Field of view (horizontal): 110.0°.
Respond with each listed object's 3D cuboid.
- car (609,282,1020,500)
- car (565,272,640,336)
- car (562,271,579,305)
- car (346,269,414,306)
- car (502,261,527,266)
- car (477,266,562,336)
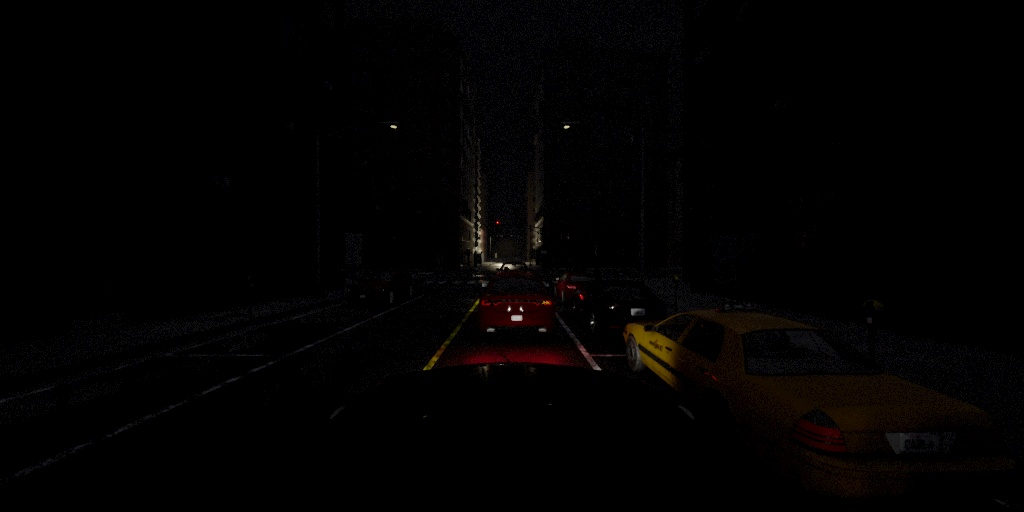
[{"bbox_3d":[2.875,1.274,4.826,1.751,1.417,4.829,0,0,0],"label":"car"},{"bbox_3d":[2.883,1.313,10.242,1.948,1.339,4.313,0,0,0],"label":"car"},{"bbox_3d":[2.891,1.327,15.828,1.802,1.307,4.207,0,0,0],"label":"car"},{"bbox_3d":[-5.654,1.290,15.837,1.888,1.381,4.507,0,0,0],"label":"car"},{"bbox_3d":[0.121,1.096,20.751,2.097,1.767,4.553,0,0,0],"label":"car"},{"bbox_3d":[0.106,1.225,10.421,1.882,1.535,5.008,0,0,0],"label":"car"}]
